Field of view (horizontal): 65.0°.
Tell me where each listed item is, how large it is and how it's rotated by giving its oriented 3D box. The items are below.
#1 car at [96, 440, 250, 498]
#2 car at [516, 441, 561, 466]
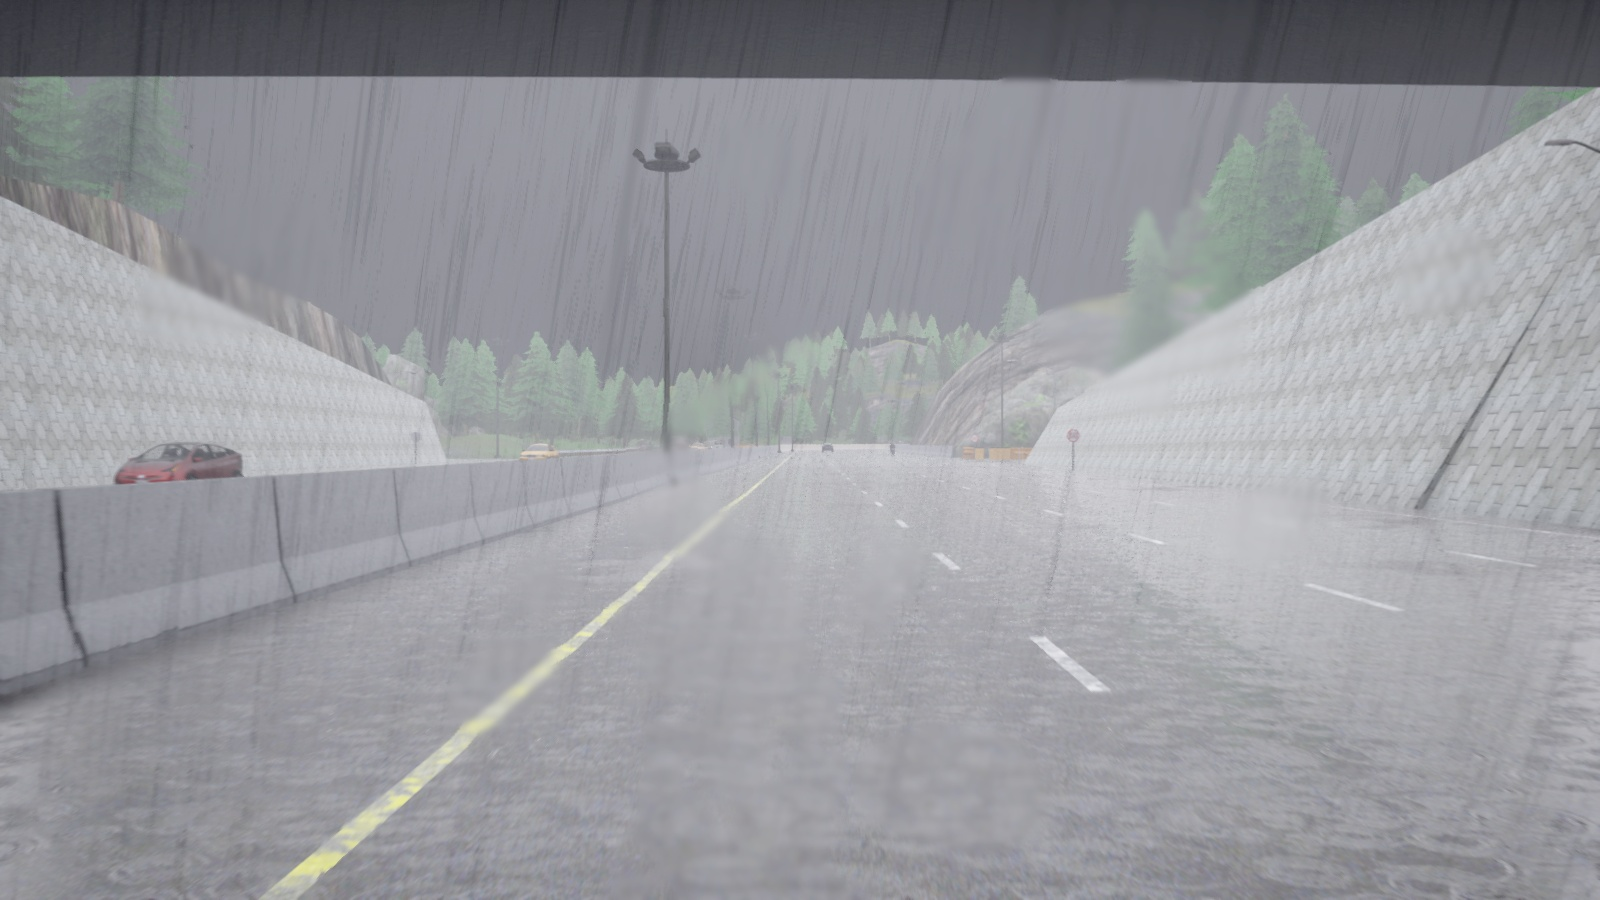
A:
[{"bbox_3d":[-17.318,0.482,34.944,2.007,1.525,4.514,0,0,0],"label":"car"},{"bbox_3d":[-17.102,0.207,82.344,1.801,1.575,5.366,0,0,0],"label":"car"}]
